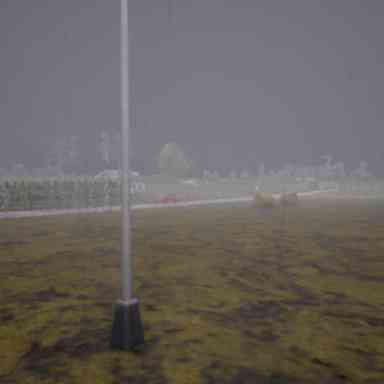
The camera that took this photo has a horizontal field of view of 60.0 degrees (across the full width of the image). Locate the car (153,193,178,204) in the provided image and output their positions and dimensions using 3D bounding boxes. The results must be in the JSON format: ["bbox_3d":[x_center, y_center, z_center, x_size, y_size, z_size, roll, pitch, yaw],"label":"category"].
[{"bbox_3d":[-4.983,1.212,63.423,2.150,2.045,5.566,2,2,36],"label":"car"}]
